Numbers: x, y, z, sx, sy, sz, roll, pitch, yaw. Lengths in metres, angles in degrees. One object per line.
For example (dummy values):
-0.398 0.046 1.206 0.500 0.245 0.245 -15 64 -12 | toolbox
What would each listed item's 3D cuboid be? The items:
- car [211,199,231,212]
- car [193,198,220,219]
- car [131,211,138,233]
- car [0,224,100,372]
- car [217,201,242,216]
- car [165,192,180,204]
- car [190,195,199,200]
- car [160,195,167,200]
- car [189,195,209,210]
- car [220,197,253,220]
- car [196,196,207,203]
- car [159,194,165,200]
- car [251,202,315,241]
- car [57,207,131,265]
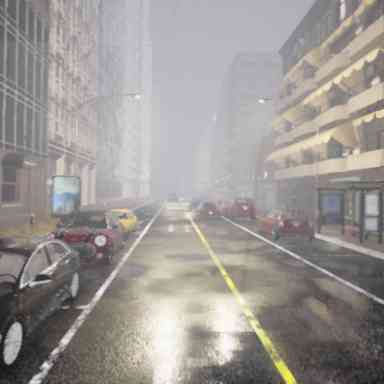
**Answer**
3.435 1.615 39.699 1.802 1.307 4.206 1 0 -3 | car
1.397 1.527 29.138 1.812 1.442 4.674 1 0 -3 | car
-3.687 1.435 16.510 1.752 1.417 4.829 1 0 -3 | car
-3.079 1.483 5.399 2.008 1.369 4.403 1 0 -3 | car
3.743 1.626 34.058 1.802 1.307 4.206 1 0 -3 | car
-3.504 1.107 62.502 2.150 2.045 5.566 1 0 -3 | car
0.658 1.508 90.459 1.887 1.381 4.507 1 0 -3 | car
-7.708 1.378 90.001 1.802 1.307 4.206 1 0 -3 | car
0.626 1.467 42.429 2.128 1.511 4.902 1 0 -3 | car
4.058 1.370 28.418 2.192 1.841 5.009 1 0 -3 | car
1.893 1.558 67.899 1.947 1.339 4.313 1 0 -3 | car
-7.397 1.244 84.362 1.967 1.590 4.097 1 0 -3 | car
4.671 1.517 17.137 1.967 1.590 4.097 1 0 -3 | car
-3.386 1.361 11.040 1.967 1.590 4.097 1 0 -3 | car
